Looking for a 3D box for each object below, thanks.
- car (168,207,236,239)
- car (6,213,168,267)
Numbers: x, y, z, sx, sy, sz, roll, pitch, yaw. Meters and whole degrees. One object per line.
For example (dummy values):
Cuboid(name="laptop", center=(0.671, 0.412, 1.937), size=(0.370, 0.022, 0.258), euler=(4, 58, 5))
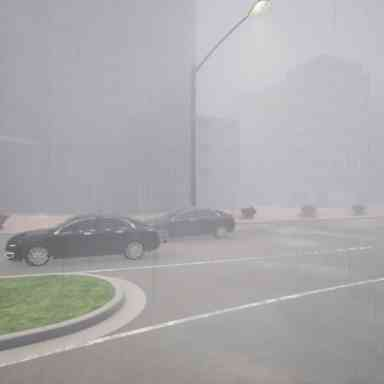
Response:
Cuboid(name="car", center=(-0.255, 1.502, 16.144), size=(4.892, 1.490, 1.837), euler=(-1, 0, -21))
Cuboid(name="car", center=(-3.494, 1.505, 11.226), size=(4.892, 1.490, 1.837), euler=(0, 0, -19))
